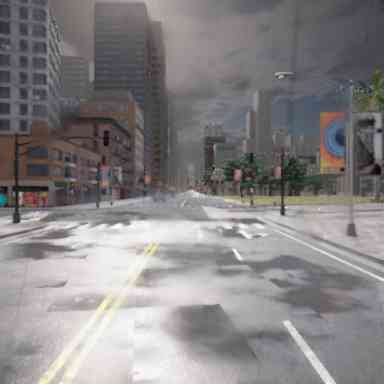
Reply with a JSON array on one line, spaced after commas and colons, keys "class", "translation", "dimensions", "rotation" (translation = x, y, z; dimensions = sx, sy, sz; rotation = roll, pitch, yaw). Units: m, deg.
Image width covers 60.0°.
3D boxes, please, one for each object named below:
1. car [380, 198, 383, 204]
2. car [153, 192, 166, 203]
[{"class": "car", "translation": [33.027, 1.182, 54.581], "dimensions": [4.674, 1.442, 1.812], "rotation": [-1, 0, -23]}, {"class": "car", "translation": [-6.574, 1.124, 67.482], "dimensions": [2.150, 2.045, 5.566], "rotation": [0, 0, 0]}]
